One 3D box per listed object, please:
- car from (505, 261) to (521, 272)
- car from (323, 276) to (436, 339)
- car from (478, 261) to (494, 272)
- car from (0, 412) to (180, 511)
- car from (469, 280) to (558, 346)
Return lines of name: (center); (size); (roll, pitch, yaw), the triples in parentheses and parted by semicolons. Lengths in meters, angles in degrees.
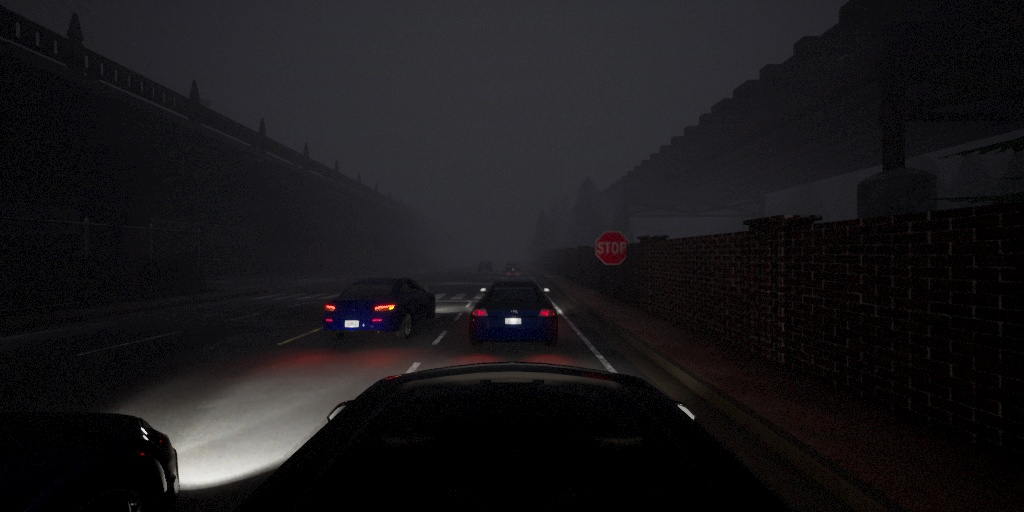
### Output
car: (0.109, 1.351, 46.211); (1.895, 1.301, 4.718); (0, 0, -1)
car: (-3.411, 1.276, 9.930); (1.812, 1.442, 4.674); (0, 0, 0)
car: (-3.386, 1.297, 46.022); (2.033, 1.411, 5.357); (0, 0, -1)
car: (-3.399, 1.314, 0.835); (1.994, 1.385, 4.181); (0, 0, 0)
car: (0.070, 1.314, 9.407); (1.994, 1.385, 4.181); (0, 0, 1)
